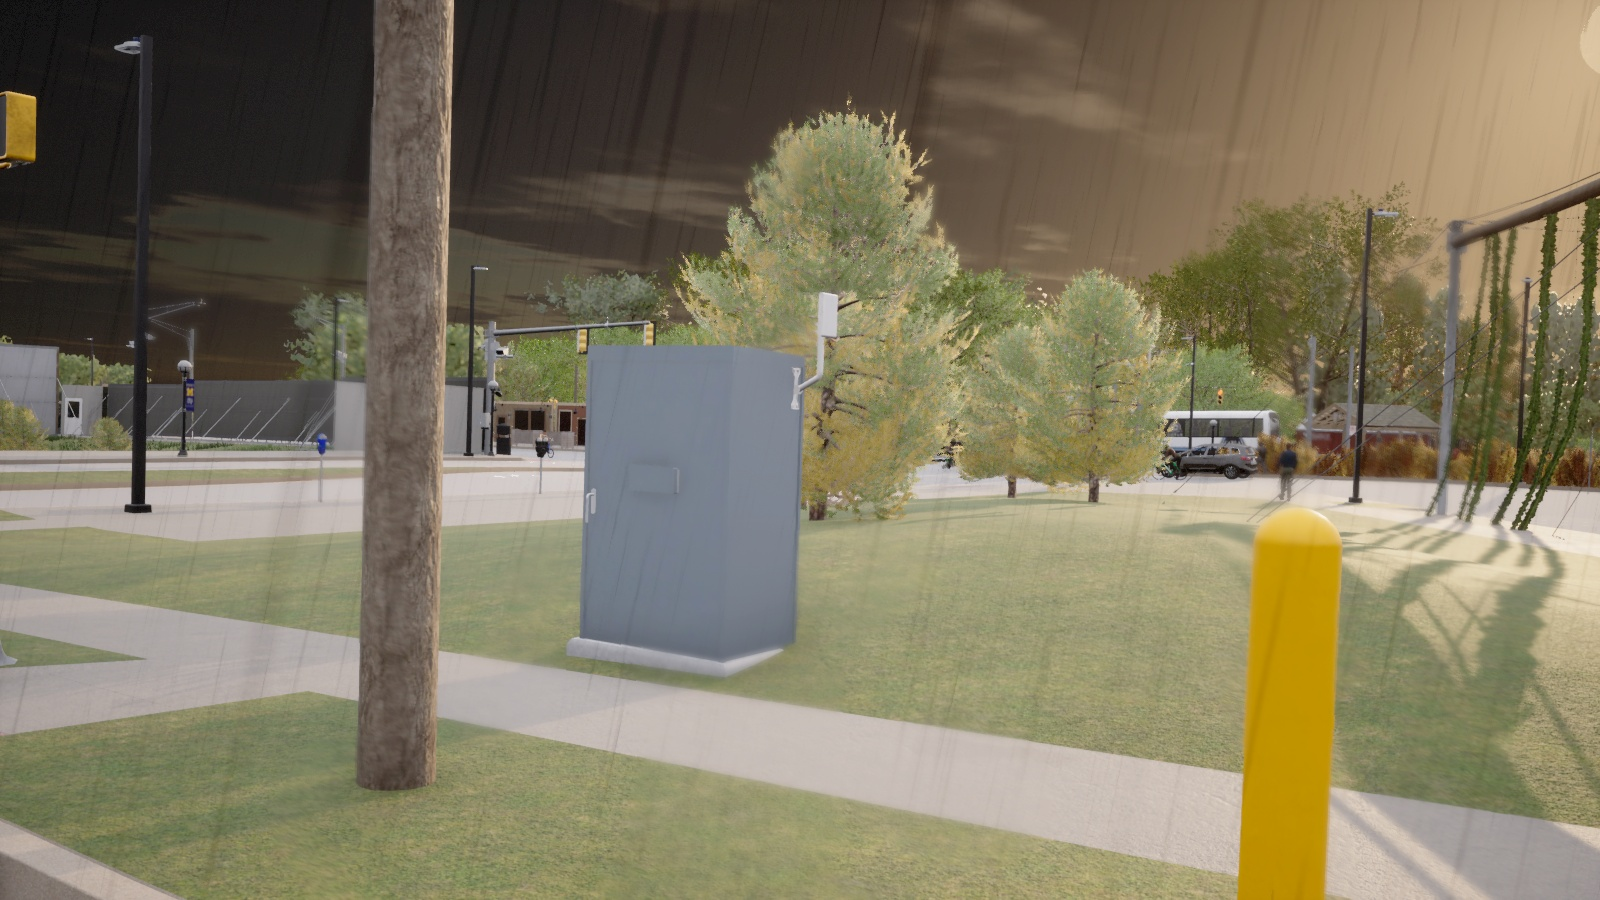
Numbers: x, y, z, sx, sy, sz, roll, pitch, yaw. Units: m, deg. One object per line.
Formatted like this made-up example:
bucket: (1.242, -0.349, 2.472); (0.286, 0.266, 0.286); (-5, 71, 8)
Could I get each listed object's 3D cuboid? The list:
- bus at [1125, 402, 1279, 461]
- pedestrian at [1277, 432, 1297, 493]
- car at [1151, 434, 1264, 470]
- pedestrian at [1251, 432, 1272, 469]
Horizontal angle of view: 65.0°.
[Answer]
bus: (29.914, -1.316, 93.706); (10.273, 4.253, 3.944); (0, 1, 35)
pedestrian: (14.847, 0.363, 38.300); (0.370, 1.835, 0.726); (1, 2, 8)
car: (19.301, 0.091, 59.530); (4.611, 1.667, 2.242); (0, 1, 34)
pedestrian: (23.750, 0.020, 64.621); (0.849, 1.883, 0.563); (2, 2, 32)
